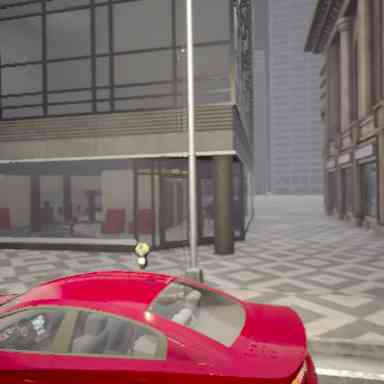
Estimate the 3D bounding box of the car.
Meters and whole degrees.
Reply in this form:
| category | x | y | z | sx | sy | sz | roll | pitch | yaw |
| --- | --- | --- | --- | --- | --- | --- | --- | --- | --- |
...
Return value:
| category | x | y | z | sx | sy | sz | roll | pitch | yaw |
| --- | --- | --- | --- | --- | --- | --- | --- | --- | --- |
| car | -1.129 | 1.538 | 3.396 | 4.507 | 1.381 | 1.887 | -1 | 0 | 12 |
